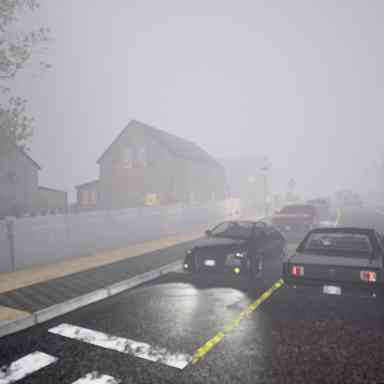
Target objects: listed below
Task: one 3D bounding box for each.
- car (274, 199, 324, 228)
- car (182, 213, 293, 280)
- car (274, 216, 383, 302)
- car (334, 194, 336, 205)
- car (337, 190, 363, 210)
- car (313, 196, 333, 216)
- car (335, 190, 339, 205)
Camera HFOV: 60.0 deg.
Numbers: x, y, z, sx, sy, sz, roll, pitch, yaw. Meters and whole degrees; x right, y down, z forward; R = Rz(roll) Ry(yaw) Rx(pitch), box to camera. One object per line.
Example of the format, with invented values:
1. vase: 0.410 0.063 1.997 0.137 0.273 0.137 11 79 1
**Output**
1. car: 5.581 1.361 17.665 1.882 1.535 5.008 -2 0 27
2. car: 1.430 1.559 10.042 1.994 1.385 4.181 -3 0 30
3. car: 3.680 1.490 8.057 1.895 1.301 4.718 -3 -1 30
4. car: 15.447 1.220 39.083 2.033 1.411 5.357 -2 -1 22
5. car: 17.391 0.934 36.431 2.097 1.767 4.553 -2 -1 22
6. car: 10.005 1.253 26.652 1.882 1.535 5.008 -2 0 25
7. car: 20.804 0.765 45.576 2.150 2.045 5.566 -2 -1 19
